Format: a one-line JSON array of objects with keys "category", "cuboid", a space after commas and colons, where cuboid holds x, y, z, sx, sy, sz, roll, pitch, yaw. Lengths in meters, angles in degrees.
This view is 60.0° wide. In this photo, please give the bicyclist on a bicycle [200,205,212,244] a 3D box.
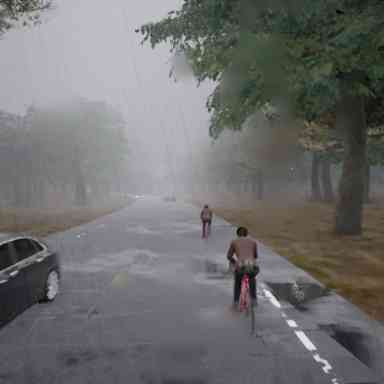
[{"category": "bicyclist on a bicycle", "cuboid": [0.650, 1.409, 14.734, 0.582, 1.620, 1.656, 0, 0, -2]}]

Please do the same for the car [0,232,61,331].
[{"category": "car", "cuboid": [-3.687, 1.493, 5.301, 1.837, 1.490, 4.892, 0, 0, -1]}]

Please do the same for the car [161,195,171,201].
[{"category": "car", "cuboid": [-5.856, 1.270, 73.808, 1.895, 1.301, 4.718, 0, 0, -9]}]

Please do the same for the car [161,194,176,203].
[{"category": "car", "cuboid": [-4.271, 1.092, 63.098, 2.097, 1.767, 4.553, 0, 0, -7]}]

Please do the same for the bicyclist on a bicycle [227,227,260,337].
[{"category": "bicyclist on a bicycle", "cuboid": [0.884, 1.437, 5.693, 0.582, 1.620, 1.656, 0, 0, -1]}]
